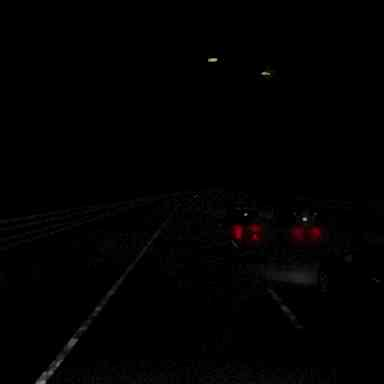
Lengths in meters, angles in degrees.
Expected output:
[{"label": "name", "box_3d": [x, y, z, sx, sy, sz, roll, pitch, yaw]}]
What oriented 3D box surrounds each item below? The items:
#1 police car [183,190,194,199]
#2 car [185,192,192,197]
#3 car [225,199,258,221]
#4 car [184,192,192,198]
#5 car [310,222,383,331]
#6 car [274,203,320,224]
[{"label": "police car", "box_3d": [-1.108, 0.775, 76.438, 1.930, 1.638, 5.238, 0, 0, 0]}, {"label": "car", "box_3d": [-1.037, 0.741, 92.327, 1.812, 1.442, 4.674, 0, 0, 1]}, {"label": "car", "box_3d": [3.581, 1.282, 24.522, 2.128, 1.511, 4.902, 0, 0, 0]}, {"label": "car", "box_3d": [-1.087, 0.744, 86.328, 1.882, 1.535, 5.008, 0, 0, 0]}, {"label": "car", "box_3d": [3.596, 1.480, 5.214, 1.812, 1.442, 4.674, 0, 0, 0]}, {"label": "car", "box_3d": [7.082, 1.403, 23.075, 1.895, 1.301, 4.718, 0, 0, 0]}]
